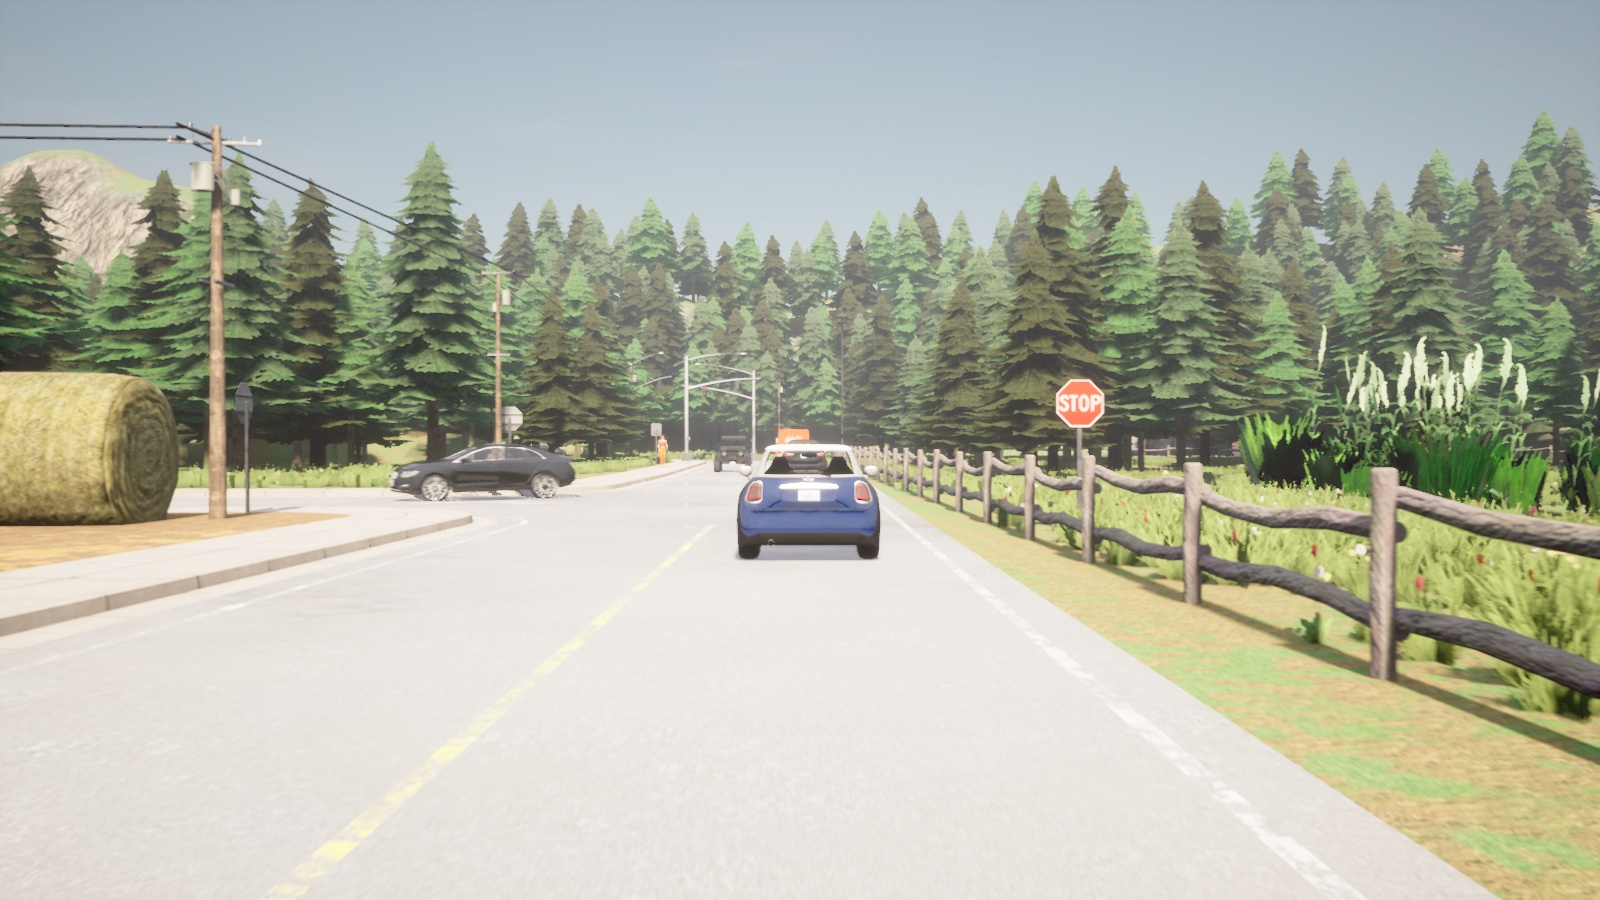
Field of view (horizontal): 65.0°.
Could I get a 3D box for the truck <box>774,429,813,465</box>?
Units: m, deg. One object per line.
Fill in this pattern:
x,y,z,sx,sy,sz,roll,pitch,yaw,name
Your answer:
-0.482,-0.231,88.484,2.627,2.467,5.204,0,0,-2,truck

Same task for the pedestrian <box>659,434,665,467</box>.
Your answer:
-7.705,0.015,70.177,0.345,1.836,0.594,0,0,-5,pedestrian

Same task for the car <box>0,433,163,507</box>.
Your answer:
-17.882,0.444,29.589,4.611,1.667,2.242,0,0,-2,car

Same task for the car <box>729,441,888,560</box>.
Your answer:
0.114,0.613,17.486,1.970,1.475,3.806,0,0,0,car

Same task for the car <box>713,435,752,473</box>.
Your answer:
-3.448,0.182,64.878,1.905,1.878,3.866,0,0,-1,car

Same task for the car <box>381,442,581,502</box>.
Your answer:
-8.599,0.536,33.923,4.902,1.511,2.128,0,1,-27,car
